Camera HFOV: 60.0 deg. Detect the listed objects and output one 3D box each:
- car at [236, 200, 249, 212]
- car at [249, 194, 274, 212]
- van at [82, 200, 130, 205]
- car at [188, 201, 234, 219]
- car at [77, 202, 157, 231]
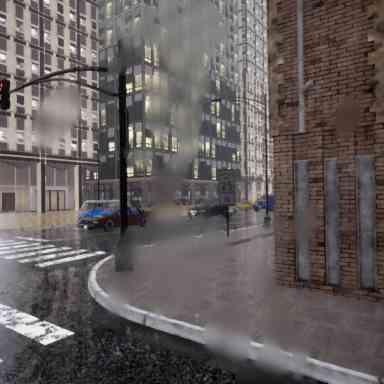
[{"bbox_3d":[6.751,1.689,41.430,1.752,1.417,4.829,-2,-1,36],"label":"car"},{"bbox_3d":[9.474,1.334,40.759,2.150,2.045,5.566,-1,-1,36],"label":"car"},{"bbox_3d":[-6.070,1.460,23.512,1.690,1.788,3.998,-2,-1,36],"label":"van"},{"bbox_3d":[1.525,1.579,29.669,2.128,1.511,4.902,-1,-1,36],"label":"car"},{"bbox_3d":[-4.552,1.614,21.177,2.033,1.411,5.357,-1,-1,36],"label":"car"}]
